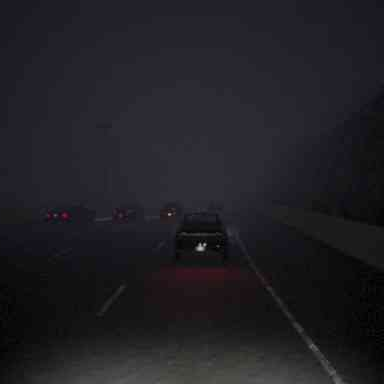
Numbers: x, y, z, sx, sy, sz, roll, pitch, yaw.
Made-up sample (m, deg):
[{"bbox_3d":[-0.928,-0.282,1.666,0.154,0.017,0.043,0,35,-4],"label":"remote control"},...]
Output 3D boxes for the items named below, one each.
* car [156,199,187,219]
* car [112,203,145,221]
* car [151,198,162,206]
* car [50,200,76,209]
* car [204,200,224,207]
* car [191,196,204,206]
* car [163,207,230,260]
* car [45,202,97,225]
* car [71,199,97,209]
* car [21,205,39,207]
[{"bbox_3d":[-1.646,1.633,30.078,1.837,1.490,4.892,0,-1,5],"label":"car"},{"bbox_3d":[-5.340,1.664,28.208,1.812,1.442,4.674,0,0,5],"label":"car"},{"bbox_3d":[-5.940,1.813,58.930,2.033,1.411,5.357,0,0,5],"label":"car"},{"bbox_3d":[-20.677,1.907,53.400,1.895,1.301,4.718,0,0,6],"label":"car"},{"bbox_3d":[2.917,1.720,41.102,1.994,1.385,4.181,0,0,5],"label":"car"},{"bbox_3d":[1.090,1.590,58.910,2.097,1.767,4.553,0,0,5],"label":"car"},{"bbox_3d":[0.409,1.544,12.718,2.128,1.511,4.902,0,0,4],"label":"car"},{"bbox_3d":[-9.163,1.691,25.547,2.033,1.411,5.357,0,0,6],"label":"car"},{"bbox_3d":[-17.185,1.838,53.154,2.033,1.411,5.357,0,0,6],"label":"car"},{"bbox_3d":[-24.417,1.914,51.074,1.895,1.301,4.718,0,0,6],"label":"car"}]
